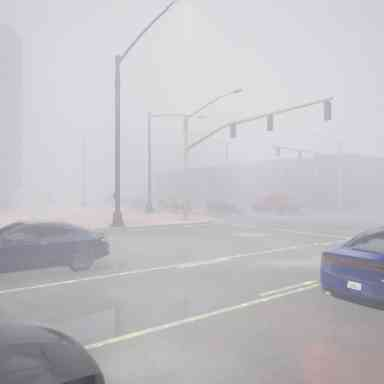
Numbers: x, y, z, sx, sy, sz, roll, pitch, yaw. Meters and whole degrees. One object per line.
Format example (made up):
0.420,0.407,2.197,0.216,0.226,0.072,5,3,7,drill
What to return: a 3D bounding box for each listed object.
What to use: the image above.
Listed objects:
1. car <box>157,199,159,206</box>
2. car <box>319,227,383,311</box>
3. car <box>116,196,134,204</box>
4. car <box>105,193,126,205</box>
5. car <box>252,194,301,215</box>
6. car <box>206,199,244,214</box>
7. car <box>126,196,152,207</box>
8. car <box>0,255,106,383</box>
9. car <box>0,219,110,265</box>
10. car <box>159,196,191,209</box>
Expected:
-3.829,1.353,53.068,2.097,1.767,4.553,0,0,-35,car
4.851,1.478,7.208,5.008,1.535,1.882,0,0,-35,car
-13.361,1.525,66.426,1.812,1.442,4.674,0,0,-36,car
-14.033,1.221,61.100,2.150,2.045,5.566,0,0,-37,car
8.715,1.220,34.658,2.150,2.045,5.566,-1,0,-33,car
3.561,1.491,36.352,2.128,1.511,4.902,0,0,-36,car
-8.021,1.491,52.593,2.128,1.511,4.902,0,0,-35,car
-2.881,1.505,1.699,4.892,1.490,1.837,0,0,-35,car
-4.643,1.526,9.275,4.674,1.442,1.812,0,0,-35,car
-2.035,1.352,44.192,2.097,1.767,4.553,0,0,-35,car
